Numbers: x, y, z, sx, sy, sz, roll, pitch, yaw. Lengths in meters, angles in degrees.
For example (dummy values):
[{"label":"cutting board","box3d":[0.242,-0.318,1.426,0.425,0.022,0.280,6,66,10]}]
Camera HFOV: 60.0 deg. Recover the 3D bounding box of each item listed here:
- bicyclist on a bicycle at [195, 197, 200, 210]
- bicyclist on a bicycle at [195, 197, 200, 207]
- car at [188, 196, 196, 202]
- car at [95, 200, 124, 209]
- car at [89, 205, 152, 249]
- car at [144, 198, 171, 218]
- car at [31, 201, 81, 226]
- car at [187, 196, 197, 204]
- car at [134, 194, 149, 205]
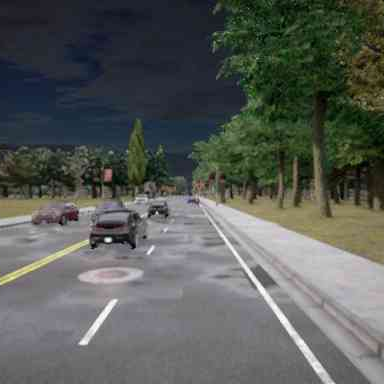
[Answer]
[{"label":"bicyclist on a bicycle","box3d":[0.893,1.650,46.570,0.582,1.620,1.656,0,-1,0]},{"label":"bicyclist on a bicycle","box3d":[0.907,1.682,57.376,0.866,1.612,1.509,0,0,0]},{"label":"car","box3d":[-0.001,1.774,85.842,1.812,1.442,4.674,0,0,0]},{"label":"car","box3d":[-6.597,1.462,27.003,2.097,1.767,4.553,0,0,0]},{"label":"car","box3d":[-3.151,1.564,14.931,1.837,1.490,4.892,0,0,0]},{"label":"car","box3d":[-3.150,1.638,32.373,1.837,1.490,4.892,0,0,0]},{"label":"car","box3d":[-9.848,1.451,24.402,2.097,1.767,4.553,0,0,0]},{"label":"car","box3d":[-0.001,1.797,73.659,1.882,1.535,5.008,0,0,0]},{"label":"car","box3d":[-9.763,1.503,64.753,2.150,2.045,5.566,0,0,0]}]
